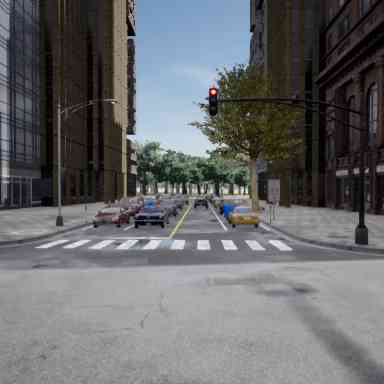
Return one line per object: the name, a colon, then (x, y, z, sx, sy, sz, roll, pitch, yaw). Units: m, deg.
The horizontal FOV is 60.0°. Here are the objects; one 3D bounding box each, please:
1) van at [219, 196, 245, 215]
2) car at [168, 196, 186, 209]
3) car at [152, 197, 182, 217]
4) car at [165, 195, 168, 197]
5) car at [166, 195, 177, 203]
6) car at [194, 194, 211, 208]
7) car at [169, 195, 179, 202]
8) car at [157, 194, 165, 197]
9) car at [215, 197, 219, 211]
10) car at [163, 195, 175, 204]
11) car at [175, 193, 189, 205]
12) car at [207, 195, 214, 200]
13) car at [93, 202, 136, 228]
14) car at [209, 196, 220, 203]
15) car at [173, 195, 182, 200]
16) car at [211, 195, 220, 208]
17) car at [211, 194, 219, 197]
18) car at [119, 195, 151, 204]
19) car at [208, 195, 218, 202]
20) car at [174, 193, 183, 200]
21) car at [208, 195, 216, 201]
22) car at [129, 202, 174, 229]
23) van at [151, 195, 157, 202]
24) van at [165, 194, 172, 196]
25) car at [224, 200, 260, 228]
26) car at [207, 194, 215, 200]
van: (3.455, 1.316, 27.450, 1.690, 1.788, 3.998, -1, 0, 1)
car: (-2.056, 1.550, 41.160, 1.895, 1.301, 4.718, 0, 0, 1)
car: (-2.299, 1.474, 31.237, 1.837, 1.490, 4.892, 0, 0, 2)
car: (-4.654, 1.491, 44.682, 2.008, 1.369, 4.403, -1, 0, 1)
car: (-4.106, 1.425, 67.393, 1.887, 1.381, 4.507, 0, 0, 1)
car: (1.261, 1.441, 46.487, 1.837, 1.490, 4.892, 0, 0, 1)
car: (-3.969, 1.446, 73.071, 1.802, 1.307, 4.206, 0, 0, 1)
car: (-4.794, 1.269, 39.003, 2.192, 1.841, 5.009, -1, 0, 1)
car: (3.595, 1.531, 33.128, 1.947, 1.339, 4.313, -1, 0, 1)
car: (-4.244, 1.336, 61.715, 1.967, 1.590, 4.097, 0, 0, 1)
car: (-1.609, 1.260, 56.136, 2.097, 1.767, 4.553, 0, 0, 1)
car: (4.965, 1.379, 89.903, 1.947, 1.339, 4.313, 0, 0, 1)
car: (-5.202, 1.565, 21.968, 1.802, 1.307, 4.206, -1, 0, 1)
car: (4.416, 1.431, 67.193, 2.008, 1.369, 4.403, -1, 0, 1)
car: (-3.695, 1.375, 84.427, 1.887, 1.381, 4.507, 0, 0, 1)
car: (3.873, 1.465, 44.653, 1.752, 1.417, 4.829, -1, 0, 1)
car: (4.006, 1.471, 50.160, 1.887, 1.381, 4.507, -1, 0, 1)
car: (-5.068, 1.290, 27.647, 2.192, 1.841, 5.009, -1, 0, 1)
car: (4.554, 1.415, 72.870, 2.008, 1.369, 4.403, 0, 0, 1)
car: (-3.560, 1.128, 90.104, 2.192, 1.841, 5.009, 0, 0, 1)
car: (4.691, 1.429, 78.548, 1.802, 1.307, 4.206, 0, 0, 1)
car: (-2.529, 1.584, 21.901, 1.895, 1.301, 4.718, 0, 0, 1)
van: (-4.931, 1.306, 33.325, 1.690, 1.788, 3.998, -1, 0, 1)
van: (-4.382, 1.252, 56.037, 1.690, 1.788, 3.998, 0, 0, 1)
car: (3.324, 1.508, 21.941, 1.752, 1.417, 4.829, -1, 0, 1)
car: (4.831, 1.355, 84.395, 1.752, 1.417, 4.829, 0, 0, 1)
